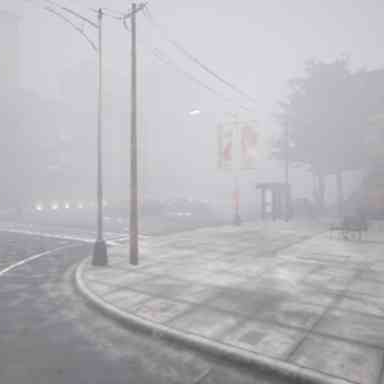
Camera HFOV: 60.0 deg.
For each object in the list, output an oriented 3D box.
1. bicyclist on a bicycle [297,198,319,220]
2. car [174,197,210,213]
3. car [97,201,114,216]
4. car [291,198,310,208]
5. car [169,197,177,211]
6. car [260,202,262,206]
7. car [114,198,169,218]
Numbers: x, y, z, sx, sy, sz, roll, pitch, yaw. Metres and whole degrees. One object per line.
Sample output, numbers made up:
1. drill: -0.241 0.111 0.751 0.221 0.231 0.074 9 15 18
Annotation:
1. bicyclist on a bicycle: 8.811 1.315 25.317 1.656 1.620 0.582 0 0 35
2. car: 0.313 1.607 38.411 1.994 1.385 4.181 0 0 35
3. car: -7.362 1.555 33.566 1.837 1.490 4.892 0 0 35
4. car: 15.398 1.594 47.539 1.994 1.385 4.181 0 0 35
5. car: -2.124 1.402 41.026 2.097 1.767 4.553 0 0 35
6. car: 11.673 1.637 48.359 1.895 1.301 4.718 0 0 35
7. car: -4.646 1.395 31.339 2.097 1.767 4.553 0 0 35
